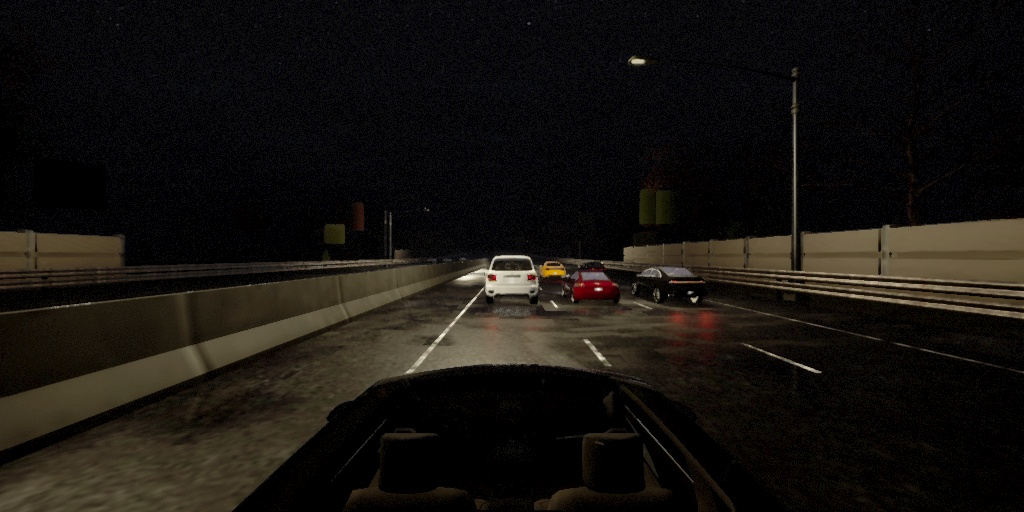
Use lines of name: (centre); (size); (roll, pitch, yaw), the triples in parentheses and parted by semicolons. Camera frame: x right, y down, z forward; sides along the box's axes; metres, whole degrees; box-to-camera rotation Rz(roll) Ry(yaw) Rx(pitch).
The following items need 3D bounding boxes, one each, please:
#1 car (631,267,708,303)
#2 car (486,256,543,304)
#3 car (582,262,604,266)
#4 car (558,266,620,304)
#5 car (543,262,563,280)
car: (7.000, 1.243, 16.500); (2.128, 1.511, 4.902); (0, 0, 0)
car: (0.000, 1.006, 16.530); (2.150, 2.045, 5.566); (0, 0, 0)
car: (7.000, 1.264, 31.500); (1.837, 1.490, 4.892); (0, 0, 0)
car: (3.500, 1.321, 16.500); (1.994, 1.385, 4.181); (0, 0, 0)
car: (3.500, 1.232, 31.500); (1.882, 1.535, 5.008); (0, 0, 0)
